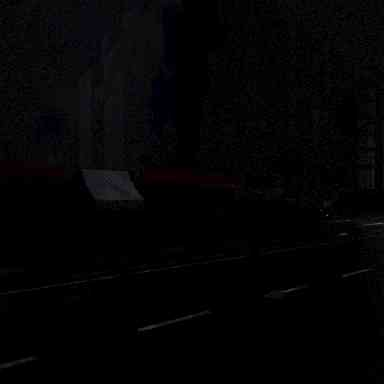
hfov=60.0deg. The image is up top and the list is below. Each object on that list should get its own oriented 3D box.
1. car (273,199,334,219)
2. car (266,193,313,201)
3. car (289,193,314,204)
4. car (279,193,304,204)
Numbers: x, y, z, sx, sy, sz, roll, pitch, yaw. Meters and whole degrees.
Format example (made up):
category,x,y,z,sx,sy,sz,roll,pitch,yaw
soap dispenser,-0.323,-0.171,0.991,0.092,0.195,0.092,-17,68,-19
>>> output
category,x,y,z,sx,sy,sz,roll,pitch,yaw
car,9.410,1.545,28.087,1.895,1.301,4.718,0,0,-36
car,9.450,1.297,34.011,2.097,1.767,4.553,0,0,-36
car,19.614,1.114,59.433,1.905,1.878,3.866,0,0,-35
car,17.219,1.114,57.726,1.905,1.878,3.866,0,0,-35
